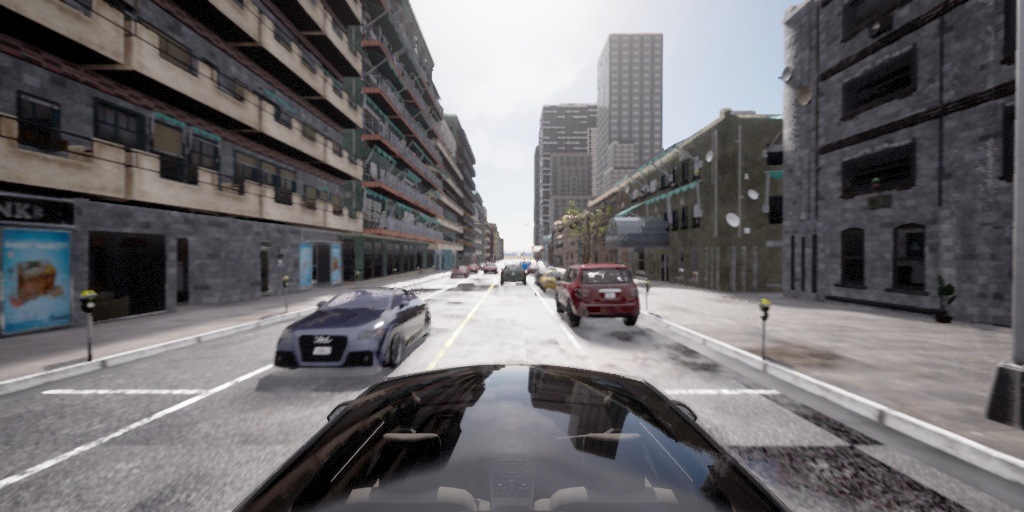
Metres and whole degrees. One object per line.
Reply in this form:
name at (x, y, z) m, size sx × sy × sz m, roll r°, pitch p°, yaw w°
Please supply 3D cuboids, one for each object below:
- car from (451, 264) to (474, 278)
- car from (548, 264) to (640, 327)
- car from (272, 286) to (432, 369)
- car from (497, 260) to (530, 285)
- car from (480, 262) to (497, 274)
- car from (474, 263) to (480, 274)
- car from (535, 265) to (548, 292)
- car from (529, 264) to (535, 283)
car at (-5.678, 1.735, 39.875) m, size 1.802 × 1.307 × 4.207 m, roll 0°, pitch 0°, yaw 0°
car at (2.660, 1.175, 12.019) m, size 2.192 × 1.841 × 5.009 m, roll 0°, pitch 0°, yaw 0°
car at (-3.099, 1.380, 7.850) m, size 1.994 × 1.385 × 4.181 m, roll 0°, pitch -1°, yaw 0°
car at (0.108, 1.401, 29.769) m, size 2.097 × 1.767 × 4.553 m, roll 0°, pitch 0°, yaw 0°
car at (-3.005, 1.742, 50.826) m, size 1.882 × 1.535 × 5.008 m, roll 0°, pitch -1°, yaw 0°
car at (-5.673, 1.812, 51.034) m, size 1.888 × 1.381 × 4.507 m, roll 0°, pitch 0°, yaw 0°
car at (2.688, 1.504, 23.348) m, size 1.751 × 1.417 × 4.829 m, roll 0°, pitch 0°, yaw 0°
car at (2.704, 1.588, 28.757) m, size 2.007 × 1.370 × 4.403 m, roll 0°, pitch 0°, yaw 0°
